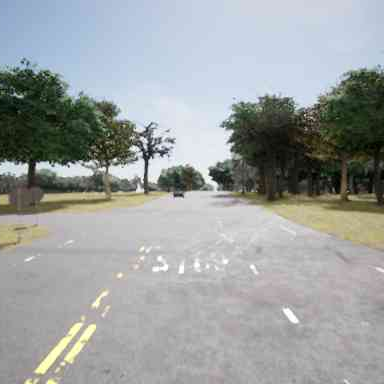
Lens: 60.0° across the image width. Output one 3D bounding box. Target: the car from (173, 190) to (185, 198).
[{"bbox_3d":[-2.231,0.396,57.145,1.895,1.301,4.718,0,2,2],"label":"car"}]
